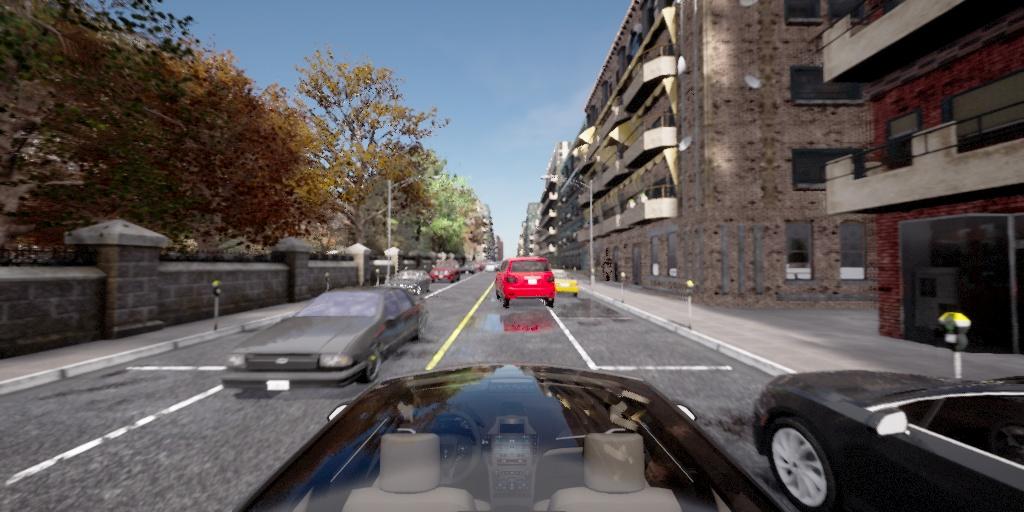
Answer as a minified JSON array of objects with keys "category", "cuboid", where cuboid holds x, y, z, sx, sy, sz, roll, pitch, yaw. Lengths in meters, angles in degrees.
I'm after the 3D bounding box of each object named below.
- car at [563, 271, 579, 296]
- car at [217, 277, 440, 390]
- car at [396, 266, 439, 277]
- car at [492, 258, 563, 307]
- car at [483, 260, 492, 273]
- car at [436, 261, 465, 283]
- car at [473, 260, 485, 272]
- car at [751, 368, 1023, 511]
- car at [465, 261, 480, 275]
[{"category":"car","cuboid":[2.673,1.447,20.422,1.751,1.417,4.829,0,0,0]},{"category":"car","cuboid":[-3.103,1.351,7.421,2.033,1.411,5.357,0,-1,0]},{"category":"car","cuboid":[-5.708,1.473,20.243,2.007,1.370,4.403,0,0,0]},{"category":"car","cuboid":[0.474,1.108,16.462,2.150,2.045,5.566,0,-1,-7]},{"category":"car","cuboid":[-3.063,1.773,55.213,1.812,1.442,4.674,0,-1,0]},{"category":"car","cuboid":[-5.719,1.340,31.290,2.192,1.841,5.009,0,0,0]},{"category":"car","cuboid":[-5.750,1.596,58.906,2.192,1.841,5.009,0,0,0]},{"category":"car","cuboid":[3.148,1.251,1.366,1.837,1.490,4.892,0,-1,0]},{"category":"car","cuboid":[-5.738,1.745,47.859,1.948,1.339,4.313,0,0,0]}]
